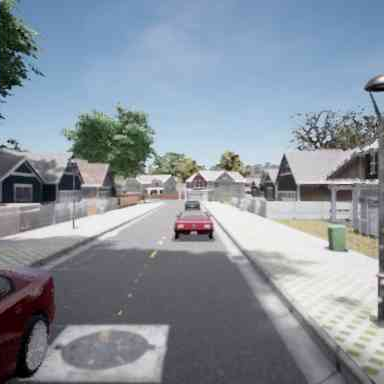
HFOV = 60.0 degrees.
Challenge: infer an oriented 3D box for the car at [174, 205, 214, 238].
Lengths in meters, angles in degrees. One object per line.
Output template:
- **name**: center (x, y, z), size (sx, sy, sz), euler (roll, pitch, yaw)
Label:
- **car**: center (0.088, 1.595, 17.471), size (1.895, 1.301, 4.718), euler (0, 0, 0)

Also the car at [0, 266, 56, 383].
- **car**: center (-2.852, 1.477, 2.685), size (1.882, 1.535, 5.008), euler (0, 0, 0)

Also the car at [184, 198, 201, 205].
- **car**: center (0.055, 1.473, 40.678), size (2.128, 1.511, 4.902), euler (0, 0, 0)
